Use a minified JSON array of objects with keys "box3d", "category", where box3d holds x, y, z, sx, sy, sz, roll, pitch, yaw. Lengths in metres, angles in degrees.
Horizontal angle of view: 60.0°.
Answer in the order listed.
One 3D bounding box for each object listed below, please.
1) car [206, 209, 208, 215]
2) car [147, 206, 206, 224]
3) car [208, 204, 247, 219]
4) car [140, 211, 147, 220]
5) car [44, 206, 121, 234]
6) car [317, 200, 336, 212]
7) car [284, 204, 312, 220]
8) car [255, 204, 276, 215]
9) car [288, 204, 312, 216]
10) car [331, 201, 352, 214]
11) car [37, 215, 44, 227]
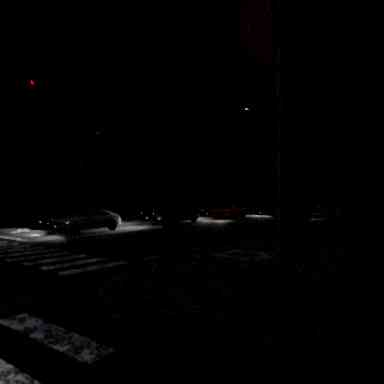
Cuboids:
[{"box3d":[3.050,2.275,40.458,1.895,1.301,4.718,0,-1,36],"category":"car"},{"box3d":[-1.256,1.936,28.915,2.128,1.511,4.902,0,-1,36],"category":"car"},{"box3d":[4.230,2.101,36.535,1.882,1.535,5.008,0,-1,36],"category":"car"},{"box3d":[-2.838,2.084,32.281,1.895,1.301,4.718,0,-1,36],"category":"car"},{"box3d":[-6.645,1.798,21.387,1.812,1.442,4.674,0,-1,36],"category":"car"},{"box3d":[22.432,2.614,55.962,2.128,1.511,4.902,0,-1,36],"category":"car"},{"box3d":[10.989,2.222,34.472,1.994,1.385,4.181,0,-1,36],"category":"car"},{"box3d":[10.431,2.372,45.094,2.033,1.411,5.357,0,-1,36],"category":"car"},{"box3d":[14.768,2.399,45.295,1.812,1.442,4.674,0,-2,35],"category":"car"},{"box3d":[23.664,2.577,52.114,1.837,1.490,4.892,0,-1,36],"category":"car"},{"box3d":[-8.686,1.800,24.149,1.837,1.490,4.892,0,-1,36],"category":"car"}]
